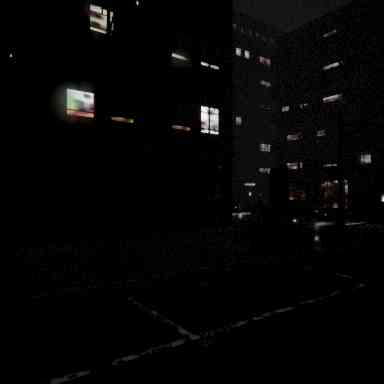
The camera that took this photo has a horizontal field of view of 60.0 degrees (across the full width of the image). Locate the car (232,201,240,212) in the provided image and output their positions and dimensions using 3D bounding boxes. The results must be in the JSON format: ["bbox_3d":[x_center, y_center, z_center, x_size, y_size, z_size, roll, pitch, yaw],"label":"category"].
[{"bbox_3d":[2.705,1.167,33.307,1.837,1.490,4.892,0,1,-36],"label":"car"}]

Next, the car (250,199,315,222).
[{"bbox_3d":[6.184,1.342,24.141,2.008,1.369,4.403,1,0,-36],"label":"car"}]

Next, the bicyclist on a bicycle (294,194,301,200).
[{"bbox_3d":[11.435,1.011,36.160,1.656,1.620,0.582,0,1,-36],"label":"bicyclist on a bicycle"}]

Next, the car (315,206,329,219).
[{"bbox_3d":[8.201,1.318,25.785,1.812,1.442,4.674,0,1,-37],"label":"car"}]
